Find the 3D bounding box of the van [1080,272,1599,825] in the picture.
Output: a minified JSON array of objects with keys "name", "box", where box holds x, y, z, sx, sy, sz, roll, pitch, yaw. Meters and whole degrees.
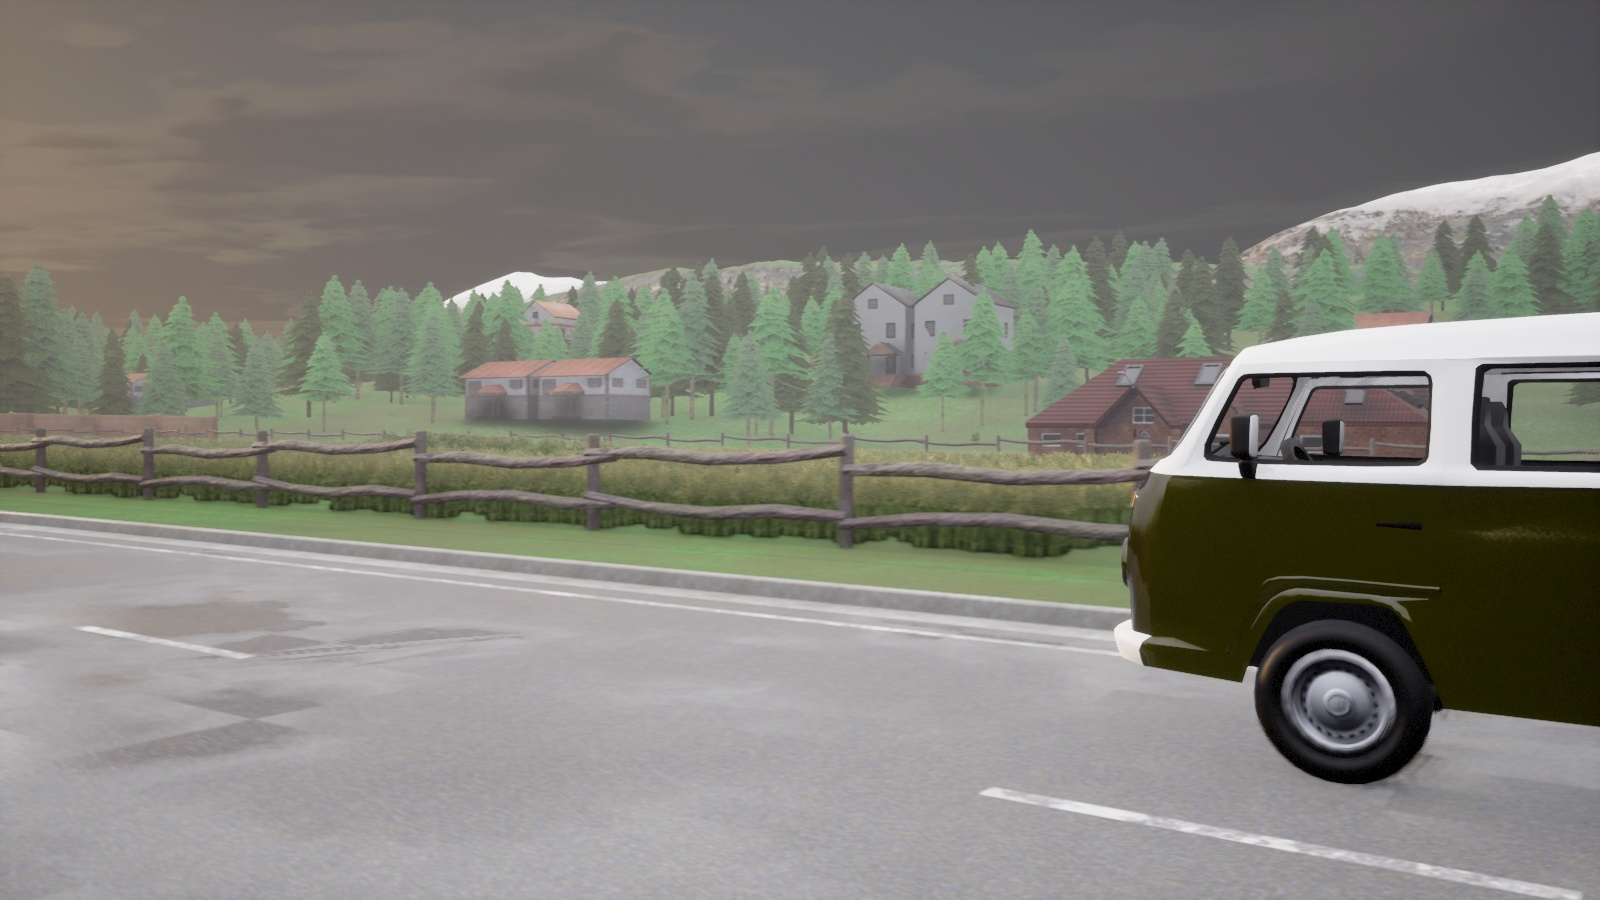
[{"name":"van","box":[3.721,0.348,5.347,4.480,2.038,2.069,0,1,34]}]
